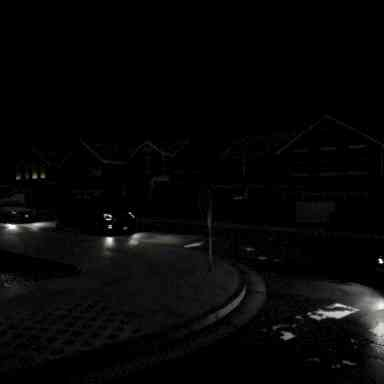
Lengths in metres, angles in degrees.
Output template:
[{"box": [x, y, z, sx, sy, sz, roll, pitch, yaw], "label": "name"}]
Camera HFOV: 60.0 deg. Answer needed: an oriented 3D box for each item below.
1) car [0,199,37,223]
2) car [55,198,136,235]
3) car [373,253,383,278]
[{"box": [-12.413, 1.217, 22.439, 4.674, 1.442, 1.812, 1, 1, 34], "label": "car"}, {"box": [-5.058, 1.152, 17.383, 4.553, 1.767, 2.097, 1, 1, 35], "label": "car"}, {"box": [7.099, 1.531, 7.813, 5.357, 1.411, 2.033, 0, 0, -14], "label": "car"}]
